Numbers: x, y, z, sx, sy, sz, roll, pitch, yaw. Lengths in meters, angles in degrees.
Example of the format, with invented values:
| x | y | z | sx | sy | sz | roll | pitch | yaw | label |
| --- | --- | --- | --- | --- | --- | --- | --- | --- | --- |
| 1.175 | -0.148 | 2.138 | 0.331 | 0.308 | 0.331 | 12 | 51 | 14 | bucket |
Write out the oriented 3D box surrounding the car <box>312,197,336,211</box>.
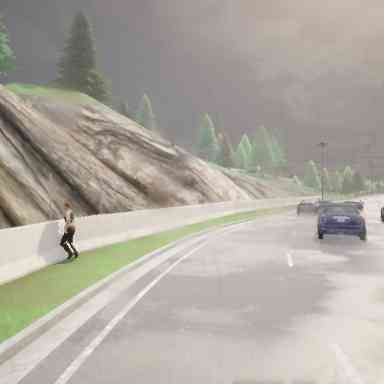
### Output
| x | y | z | sx | sy | sz | roll | pitch | yaw | label |
| --- | --- | --- | --- | --- | --- | --- | --- | --- | --- |
| 16.619 | 1.485 | 41.718 | 2.128 | 1.511 | 4.902 | 0 | 0 | 29 | car |

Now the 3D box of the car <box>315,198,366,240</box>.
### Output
| x | y | z | sx | sy | sz | roll | pitch | yaw | label |
| --- | --- | --- | --- | --- | --- | --- | --- | --- | --- |
| 7.712 | 1.349 | 17.315 | 2.097 | 1.767 | 4.553 | 0 | 0 | 22 | car |

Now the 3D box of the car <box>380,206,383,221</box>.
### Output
| x | y | z | sx | sy | sz | roll | pitch | yaw | label |
| --- | --- | --- | --- | --- | --- | --- | --- | --- | --- |
| 16.068 | 1.543 | 26.404 | 2.033 | 1.411 | 5.357 | 0 | 0 | 29 | car |

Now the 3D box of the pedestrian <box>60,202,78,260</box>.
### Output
| x | y | z | sx | sy | sz | roll | pitch | yaw | label |
| --- | --- | --- | --- | --- | --- | --- | --- | --- | --- |
| -3.783 | 1.140 | 10.195 | 0.375 | 1.860 | 0.375 | 0 | 0 | 12 | pedestrian |

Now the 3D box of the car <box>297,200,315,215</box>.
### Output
| x | y | z | sx | sy | sz | roll | pitch | yaw | label |
| --- | --- | --- | --- | --- | --- | --- | --- | --- | --- |
| 11.648 | 1.486 | 32.812 | 2.128 | 1.511 | 4.902 | 0 | 0 | 29 | car |
